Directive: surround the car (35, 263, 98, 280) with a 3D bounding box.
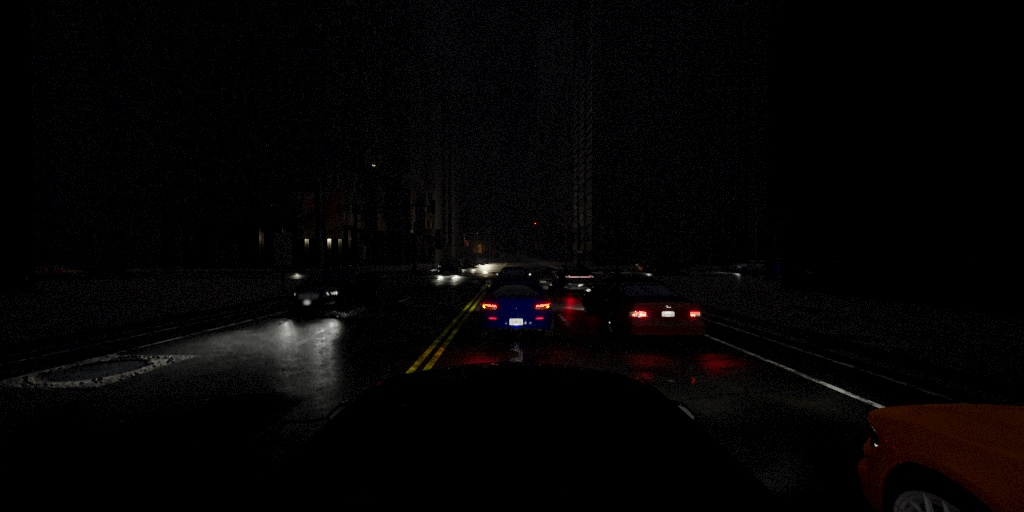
[{"bbox_3d":[-40.841,1.451,32.172,4.829,1.417,1.751,0,0,0],"label":"car"}]

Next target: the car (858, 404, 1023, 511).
[{"bbox_3d":[3.350,1.228,0.407,1.882,1.535,5.008,0,0,0],"label":"car"}]

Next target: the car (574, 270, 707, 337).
[{"bbox_3d":[3.347,1.294,10.232,2.033,1.411,5.357,0,0,0],"label":"car"}]

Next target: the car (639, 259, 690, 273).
[{"bbox_3d":[17.703,1.148,41.164,5.008,1.535,1.882,0,1,0],"label":"car"}]

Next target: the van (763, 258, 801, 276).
[{"bbox_3d":[27.510,1.086,35.260,3.998,1.789,1.690,0,0,0],"label":"van"}]

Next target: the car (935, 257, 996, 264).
[{"bbox_3d":[43.831,1.169,35.172,4.097,1.591,1.967,0,0,0],"label":"car"}]

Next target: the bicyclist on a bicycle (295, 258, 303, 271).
[{"bbox_3d":[-25.898,1.003,43.563,0.582,1.620,1.656,0,1,0],"label":"bicyclist on a bicycle"}]

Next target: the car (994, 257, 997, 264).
[{"bbox_3d":[49.272,1.046,35.143,5.009,1.841,2.192,0,0,0],"label":"car"}]

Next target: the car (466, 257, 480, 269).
[{"bbox_3d":[-6.600,1.191,55.515,1.882,1.535,5.008,0,0,0],"label":"car"}]

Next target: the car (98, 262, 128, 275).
[{"bbox_3d":[-46.437,1.364,40.692,4.507,1.381,1.888,0,0,0],"label":"car"}]

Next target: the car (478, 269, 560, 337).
[{"bbox_3d":[0.089,1.272,10.132,1.812,1.442,4.674,0,0,0],"label":"car"}]

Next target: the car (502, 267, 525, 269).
[{"bbox_3d":[0.088,1.286,19.706,2.033,1.411,5.357,0,0,0],"label":"car"}]

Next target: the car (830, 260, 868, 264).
[{"bbox_3d":[32.952,1.321,35.231,4.207,1.307,1.802,0,0,0],"label":"car"}]

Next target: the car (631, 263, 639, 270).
[{"bbox_3d":[16.672,1.071,43.843,4.097,1.591,1.967,0,0,0],"label":"car"}]

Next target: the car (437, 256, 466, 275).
[{"bbox_3d":[-6.605,1.075,38.431,2.097,1.767,4.553,0,0,0],"label":"car"}]

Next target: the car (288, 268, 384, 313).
[{"bbox_3d":[-6.602,1.237,14.006,2.128,1.511,4.902,0,0,0],"label":"car"}]

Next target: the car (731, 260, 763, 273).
[{"bbox_3d":[27.643,1.184,41.095,4.674,1.442,1.812,0,1,0],"label":"car"}]

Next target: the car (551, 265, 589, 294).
[{"bbox_3d":[3.340,1.230,19.980,2.128,1.511,4.902,0,0,0],"label":"car"}]
